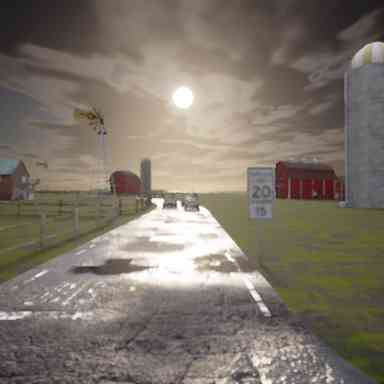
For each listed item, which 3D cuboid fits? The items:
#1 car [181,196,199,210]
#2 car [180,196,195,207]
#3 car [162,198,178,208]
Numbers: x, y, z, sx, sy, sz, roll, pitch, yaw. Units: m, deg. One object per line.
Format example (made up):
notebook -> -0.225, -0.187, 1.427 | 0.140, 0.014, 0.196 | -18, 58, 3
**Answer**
car -> -0.067, 1.434, 42.021 | 2.128, 1.511, 4.902 | 0, 0, -2
car -> -0.732, 1.423, 52.130 | 1.837, 1.490, 4.892 | 0, 0, -6
car -> -3.005, 1.495, 46.118 | 1.994, 1.385, 4.181 | 0, 0, -2
